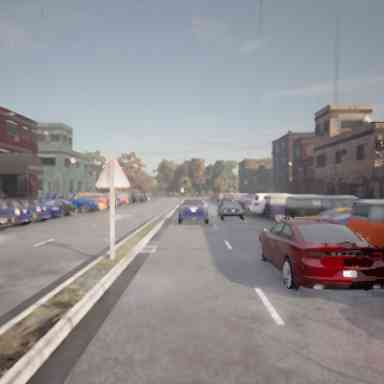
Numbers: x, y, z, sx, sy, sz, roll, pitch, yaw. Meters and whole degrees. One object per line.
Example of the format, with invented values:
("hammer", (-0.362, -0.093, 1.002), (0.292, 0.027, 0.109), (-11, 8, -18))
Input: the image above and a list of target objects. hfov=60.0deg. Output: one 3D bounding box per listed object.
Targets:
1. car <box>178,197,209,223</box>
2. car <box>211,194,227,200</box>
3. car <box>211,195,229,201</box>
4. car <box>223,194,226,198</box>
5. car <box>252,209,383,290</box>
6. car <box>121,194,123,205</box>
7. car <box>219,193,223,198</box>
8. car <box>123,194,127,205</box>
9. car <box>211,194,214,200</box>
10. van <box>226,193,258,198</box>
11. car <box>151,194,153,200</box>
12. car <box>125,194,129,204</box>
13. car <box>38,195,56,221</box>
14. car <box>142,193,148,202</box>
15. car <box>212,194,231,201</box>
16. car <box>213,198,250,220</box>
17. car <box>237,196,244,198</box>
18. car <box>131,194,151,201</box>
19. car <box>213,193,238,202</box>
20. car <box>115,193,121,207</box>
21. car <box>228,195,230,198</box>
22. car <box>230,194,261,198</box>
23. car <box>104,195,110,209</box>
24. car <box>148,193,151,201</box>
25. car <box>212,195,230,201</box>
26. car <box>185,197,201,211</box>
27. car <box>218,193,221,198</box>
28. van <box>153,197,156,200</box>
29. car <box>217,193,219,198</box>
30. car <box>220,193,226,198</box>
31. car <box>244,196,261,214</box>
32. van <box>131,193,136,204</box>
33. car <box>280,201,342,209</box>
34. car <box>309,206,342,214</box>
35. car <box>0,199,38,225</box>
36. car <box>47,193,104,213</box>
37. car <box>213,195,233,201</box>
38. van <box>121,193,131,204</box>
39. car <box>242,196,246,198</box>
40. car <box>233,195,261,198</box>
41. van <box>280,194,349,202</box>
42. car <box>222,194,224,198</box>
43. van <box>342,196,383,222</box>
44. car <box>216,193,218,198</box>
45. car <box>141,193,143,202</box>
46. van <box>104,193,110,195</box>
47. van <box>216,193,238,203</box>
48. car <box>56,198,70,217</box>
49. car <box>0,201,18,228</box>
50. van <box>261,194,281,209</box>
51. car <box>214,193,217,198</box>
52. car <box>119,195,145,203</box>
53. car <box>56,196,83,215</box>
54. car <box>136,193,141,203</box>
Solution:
("car", (0.098, 1.276, 24.736), (2.097, 1.767, 4.553), (0, 0, 0))
("car", (7.604, 1.430, 93.839), (4.553, 1.767, 2.185), (0, 0, 0))
("car", (7.641, 1.554, 91.076), (5.008, 1.535, 2.097), (0, 0, 0))
("car", (7.631, 1.405, 49.716), (4.892, 1.521, 2.231), (0, 0, 0))
("car", (3.110, 1.446, 9.006), (1.882, 1.535, 5.008), (0, 0, 0))
("car", (-12.547, 1.386, 45.772), (4.892, 1.521, 2.231), (0, 0, 0))
("car", (7.631, 1.425, 57.986), (4.892, 1.521, 2.231), (0, 0, 0))
("car", (-12.521, 1.420, 48.550), (4.792, 1.488, 2.163), (0, 0, 0))
("car", (7.451, 1.488, 74.530), (5.366, 1.575, 1.946), (0, 0, 0))
("van", (7.520, 1.174, 46.835), (4.442, 1.987, 1.878), (0, 0, 0))
("car", (-12.523, 1.519, 78.995), (5.008, 1.535, 2.097), (0, 0, 0))
("car", (-12.547, 1.437, 51.205), (4.674, 1.452, 2.002), (0, 0, 0))
("car", (-12.539, 1.258, 23.540), (4.553, 1.767, 2.185), (0, 0, 0))
("car", (-12.508, 1.208, 67.880), (5.566, 2.045, 2.435), (0, 0, 0))
("car", (7.605, 1.415, 85.563), (4.553, 1.767, 2.185), (0, 0, 0))
("car", (3.104, 1.468, 27.507), (2.033, 1.411, 5.357), (0, 0, 0))
("car", (7.667, 1.423, 35.929), (4.792, 1.488, 2.163), (0, 0, 0))
("car", (-12.558, 1.409, 81.900), (4.553, 1.767, 2.185), (0, 0, 0))
("car", (7.665, 1.253, 77.288), (5.566, 2.045, 2.435), (0, 0, 0))
("car", (-12.527, 1.129, 42.992), (5.566, 2.045, 2.435), (0, 0, 0))
("car", (7.635, 1.436, 44.202), (4.674, 1.452, 2.002), (0, 0, 0))
("car", (7.823, 1.391, 41.443), (5.366, 1.575, 1.946), (0, 0, 0))
("car", (-12.374, 1.373, 37.435), (5.366, 1.575, 1.946), (0, 0, 0))
("car", (-12.562, 1.238, 73.564), (5.566, 2.045, 2.435), (0, 0, 0))
("car", (7.633, 1.587, 88.320), (4.674, 1.452, 2.002), (0, 0, 0))
("car", (0.098, 1.392, 41.439), (1.882, 1.535, 5.008), (0, 0, 0))
("car", (7.606, 1.307, 60.743), (4.553, 1.767, 2.185), (0, 0, 0))
("van", (-12.406, 1.333, 87.336), (4.442, 1.987, 1.878), (0, 0, 0))
("car", (7.668, 1.317, 63.501), (4.553, 1.767, 2.185), (0, 0, 0))
("car", (7.631, 1.417, 55.229), (4.892, 1.521, 2.231), (0, 0, 0))
("car", (7.644, 1.396, 30.415), (5.008, 1.535, 2.097), (0, 0, 0))
("van", (-12.428, 1.187, 56.887), (4.442, 1.987, 1.878), (0, 0, 0))
("car", (7.454, 1.421, 16.630), (5.366, 1.575, 1.946), (0, 0, 0))
("car", (7.637, 1.472, 13.872), (4.674, 1.452, 2.002), (0, 0, 0))
("car", (-12.541, 1.262, 20.760), (4.553, 1.767, 2.185), (0, 0, 0))
("car", (-12.533, 1.123, 34.657), (5.566, 2.045, 2.435), (0, 0, 0))
("car", (7.642, 1.532, 82.801), (4.892, 1.521, 2.231), (0, 0, 0))
("van", (-12.664, 1.179, 54.110), (4.442, 1.987, 1.878), (0, 0, 0))
("car", (7.641, 1.434, 33.173), (4.674, 1.452, 2.002), (0, 0, 0))
("car", (7.632, 1.394, 38.688), (4.892, 1.521, 2.231), (0, 0, 0))
("van", (7.756, 1.190, 19.388), (4.442, 1.987, 1.878), (0, 0, 0))
("car", (7.631, 1.411, 52.472), (4.892, 1.521, 2.231), (0, 0, 0))
("van", (7.756, 1.215, 11.115), (4.442, 1.987, 1.878), (0, 0, 0))
("car", (7.668, 1.328, 66.258), (4.553, 1.767, 2.185), (0, 0, 0))
("car", (-12.536, 1.486, 65.160), (4.674, 1.452, 2.002), (0, 0, 0))
("van", (-12.441, 1.152, 40.214), (4.442, 1.987, 1.878), (0, 0, 0))
("van", (7.520, 1.252, 71.773), (4.442, 1.987, 1.878), (0, 0, 0))
("car", (-12.565, 1.419, 26.320), (4.674, 1.452, 2.002), (0, 0, 0))
("car", (-12.580, 1.396, 17.982), (4.892, 1.521, 2.231), (0, 0, 0))
("van", (7.755, 1.179, 24.901), (4.442, 1.987, 1.878), (0, 0, 0))
("car", (7.642, 1.465, 69.015), (5.008, 1.535, 2.097), (0, 0, 0))
("car", (-12.720, 1.471, 70.783), (5.366, 1.575, 1.946), (0, 0, 0))
("car", (-12.560, 1.378, 29.098), (4.892, 1.521, 2.231), (0, 0, 0))
("car", (-12.571, 1.172, 59.668), (5.566, 2.045, 2.435), (0, 0, 0))
